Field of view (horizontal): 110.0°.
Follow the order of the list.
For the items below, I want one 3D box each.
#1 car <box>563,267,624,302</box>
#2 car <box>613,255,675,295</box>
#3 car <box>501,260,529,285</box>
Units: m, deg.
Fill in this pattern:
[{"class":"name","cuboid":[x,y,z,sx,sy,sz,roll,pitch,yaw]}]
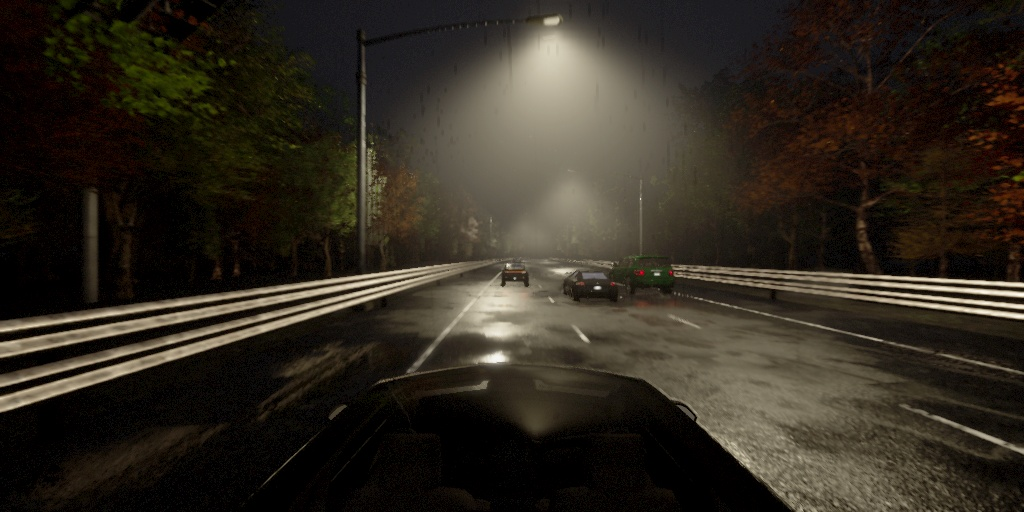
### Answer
[{"class":"car","cuboid":[3.645,1.325,17.198,1.994,1.385,4.181,0,0,0]},{"class":"car","cuboid":[7.153,0.988,20.288,2.150,2.045,5.566,0,0,1]},{"class":"car","cuboid":[0.223,1.253,25.841,2.128,1.511,4.902,0,0,1]}]
